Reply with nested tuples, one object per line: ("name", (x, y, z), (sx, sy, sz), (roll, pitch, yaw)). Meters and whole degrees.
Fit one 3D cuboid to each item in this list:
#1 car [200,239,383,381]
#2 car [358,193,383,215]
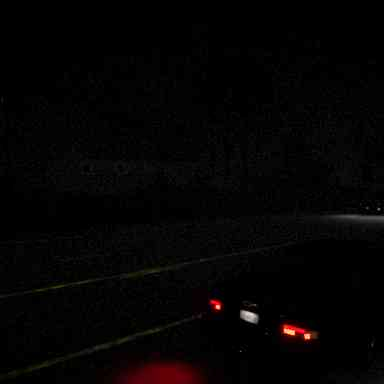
("car", (2.567, 1.542, 5.685), (5.357, 1.411, 2.033), (0, 0, -42))
("car", (18.727, 1.150, 33.257), (5.566, 2.045, 2.150), (0, -1, -40))
